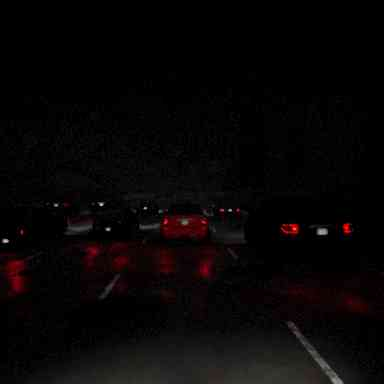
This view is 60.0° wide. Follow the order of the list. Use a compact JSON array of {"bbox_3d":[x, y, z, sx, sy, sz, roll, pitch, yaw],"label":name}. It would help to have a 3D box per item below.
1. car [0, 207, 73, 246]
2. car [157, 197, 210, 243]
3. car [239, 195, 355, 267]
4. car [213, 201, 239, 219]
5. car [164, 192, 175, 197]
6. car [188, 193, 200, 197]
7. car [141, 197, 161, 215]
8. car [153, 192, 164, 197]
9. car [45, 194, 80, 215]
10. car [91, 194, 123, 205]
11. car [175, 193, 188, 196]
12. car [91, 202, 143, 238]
[{"bbox_3d":[-7.333,1.613,15.246,1.895,1.301,4.718,-1,0,-2],"label":"car"},{"bbox_3d":[-0.356,1.288,15.916,2.097,1.767,4.553,-1,0,-2],"label":"car"},{"bbox_3d":[3.287,1.137,11.307,2.150,2.045,5.566,-1,0,-2],"label":"car"},{"bbox_3d":[2.788,1.405,27.290,2.033,1.411,5.357,-1,0,-2],"label":"car"},{"bbox_3d":[-6.424,0.892,95.223,2.150,2.045,5.566,-1,0,0],"label":"car"},{"bbox_3d":[0.587,1.136,94.658,2.033,1.411,5.357,-1,0,0],"label":"car"},{"bbox_3d":[-4.381,1.472,32.767,1.994,1.385,4.181,-1,0,-2],"label":"car"},{"bbox_3d":[-9.912,1.244,94.697,2.033,1.411,5.357,-1,0,0],"label":"car"},{"bbox_3d":[-11.960,1.216,30.974,2.150,2.045,5.566,0,0,-8],"label":"car"},{"bbox_3d":[-7.831,1.173,31.099,2.150,2.045,5.566,-1,0,-2],"label":"car"},{"bbox_3d":[-2.911,1.111,94.547,1.882,1.535,5.008,-1,0,0],"label":"car"},{"bbox_3d":[-3.900,1.493,17.454,1.812,1.442,4.674,-1,0,-2],"label":"car"}]
